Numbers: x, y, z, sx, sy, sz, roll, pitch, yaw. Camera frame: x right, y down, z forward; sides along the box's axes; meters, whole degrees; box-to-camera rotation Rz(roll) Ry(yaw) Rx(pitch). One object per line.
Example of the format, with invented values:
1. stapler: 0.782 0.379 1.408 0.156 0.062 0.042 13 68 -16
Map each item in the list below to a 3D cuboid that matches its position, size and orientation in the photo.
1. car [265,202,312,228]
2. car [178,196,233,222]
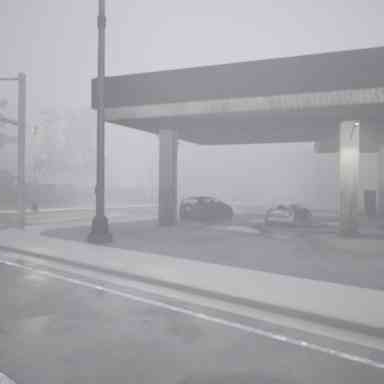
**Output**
1. car: 6.144 1.371 20.912 1.970 1.475 3.806 1 0 37
2. car: 1.071 1.142 23.710 2.242 1.667 4.611 1 0 37
